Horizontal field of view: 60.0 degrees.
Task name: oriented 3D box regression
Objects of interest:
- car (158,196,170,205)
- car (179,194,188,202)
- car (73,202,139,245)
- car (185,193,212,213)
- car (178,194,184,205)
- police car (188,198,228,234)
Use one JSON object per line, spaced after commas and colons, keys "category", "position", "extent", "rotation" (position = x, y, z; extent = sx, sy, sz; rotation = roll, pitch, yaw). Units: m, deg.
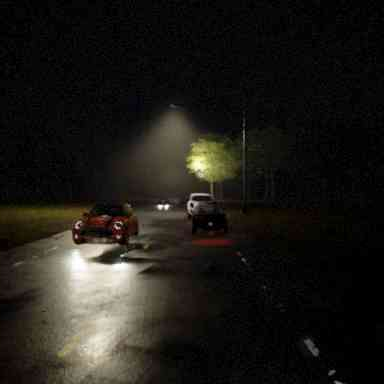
{"category": "car", "position": [-4.785, 1.353, 56.511], "extent": [2.128, 1.511, 4.902], "rotation": [0, 0, -2]}
{"category": "car", "position": [-1.823, 1.231, 70.299], "extent": [1.837, 1.490, 4.892], "rotation": [0, 0, -3]}
{"category": "car", "position": [-3.710, 1.291, 15.033], "extent": [2.097, 1.767, 4.553], "rotation": [0, 0, -1]}
{"category": "car", "position": [0.707, 1.148, 29.086], "extent": [2.150, 2.045, 5.566], "rotation": [0, 0, -1]}
{"category": "car", "position": [-1.098, 1.437, 53.817], "extent": [1.994, 1.385, 4.181], "rotation": [0, 0, -2]}
{"category": "police car", "position": [0.889, 1.369, 19.142], "extent": [1.930, 1.638, 5.238], "rotation": [0, 0, -1]}
